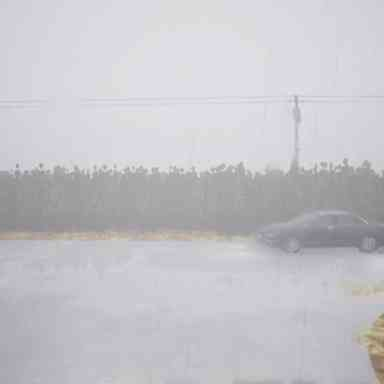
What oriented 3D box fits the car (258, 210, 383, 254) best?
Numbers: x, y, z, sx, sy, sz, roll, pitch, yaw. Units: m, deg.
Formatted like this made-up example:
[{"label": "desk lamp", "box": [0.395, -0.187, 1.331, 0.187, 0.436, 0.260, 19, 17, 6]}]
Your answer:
[{"label": "car", "box": [5.039, 1.505, 13.004, 4.892, 1.490, 1.837, 0, 0, -3]}]
